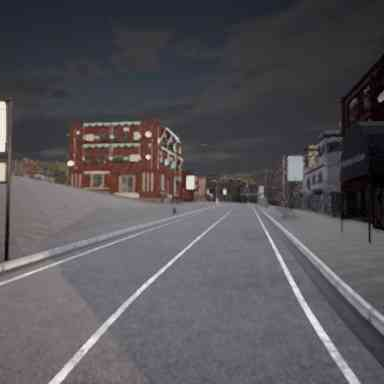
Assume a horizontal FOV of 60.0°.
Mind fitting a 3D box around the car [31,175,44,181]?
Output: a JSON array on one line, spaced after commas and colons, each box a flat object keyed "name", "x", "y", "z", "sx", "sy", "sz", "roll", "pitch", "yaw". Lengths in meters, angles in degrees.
[{"name": "car", "x": -26.494, "y": -1.999, "z": 54.305, "sx": 2.002, "sy": 1.452, "sz": 4.674, "roll": 1, "pitch": -3, "yaw": -5}]

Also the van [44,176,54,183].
[{"name": "van", "x": -27.075, "y": -1.946, "z": 59.953, "sx": 1.878, "sy": 1.987, "sz": 4.442, "roll": 1, "pitch": -3, "yaw": -6}]

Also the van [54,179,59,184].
[{"name": "van", "x": -27.783, "y": -1.615, "z": 65.436, "sx": 1.878, "sy": 1.987, "sz": 4.442, "roll": 1, "pitch": -3, "yaw": -7}]

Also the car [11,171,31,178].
[{"name": "car", "x": -26.006, "y": -2.288, "z": 48.792, "sx": 2.002, "sy": 1.452, "sz": 4.674, "roll": 1, "pitch": -3, "yaw": -4}]
